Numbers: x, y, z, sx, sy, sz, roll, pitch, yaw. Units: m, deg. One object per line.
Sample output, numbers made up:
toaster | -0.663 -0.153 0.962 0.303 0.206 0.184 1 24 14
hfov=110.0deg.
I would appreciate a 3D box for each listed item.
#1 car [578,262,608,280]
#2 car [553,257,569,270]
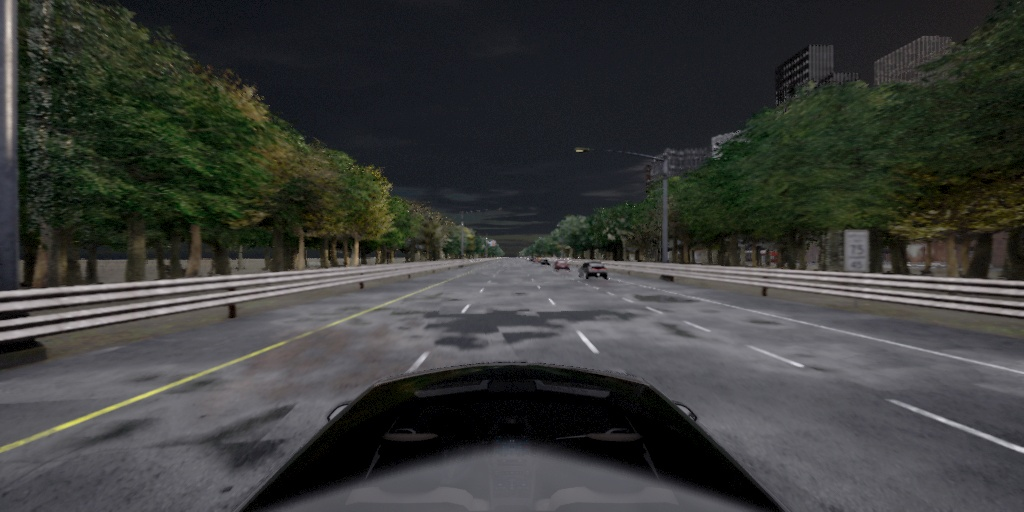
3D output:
car | 6.989 1.266 31.395 1.837 1.490 4.892 0 0 0
car | 6.992 1.306 51.332 1.812 1.442 4.674 0 0 0
